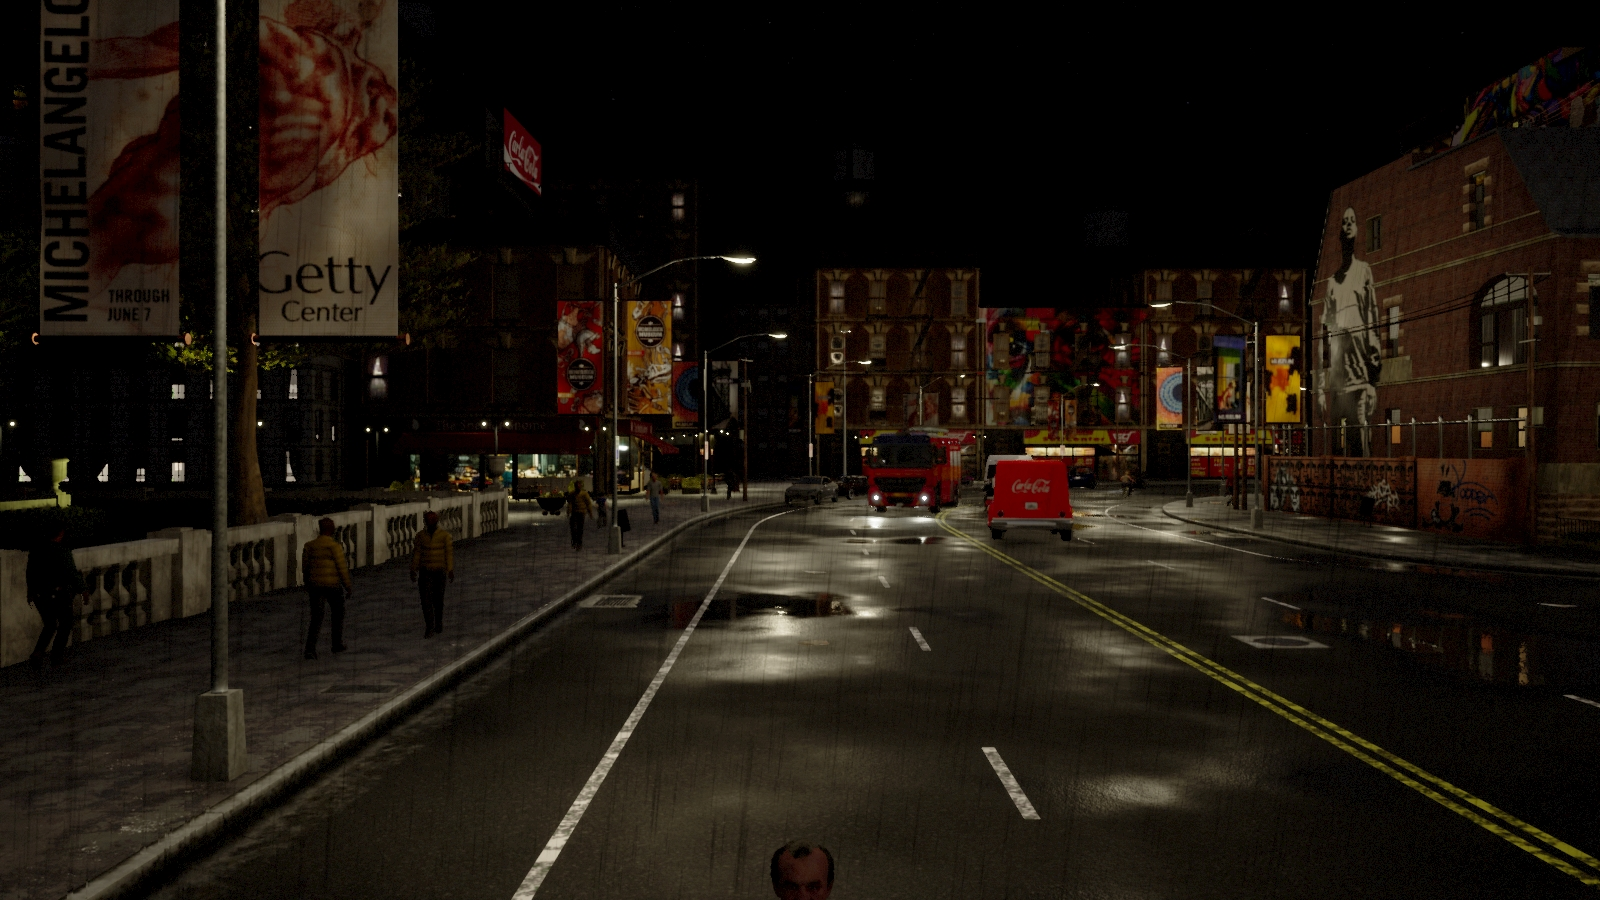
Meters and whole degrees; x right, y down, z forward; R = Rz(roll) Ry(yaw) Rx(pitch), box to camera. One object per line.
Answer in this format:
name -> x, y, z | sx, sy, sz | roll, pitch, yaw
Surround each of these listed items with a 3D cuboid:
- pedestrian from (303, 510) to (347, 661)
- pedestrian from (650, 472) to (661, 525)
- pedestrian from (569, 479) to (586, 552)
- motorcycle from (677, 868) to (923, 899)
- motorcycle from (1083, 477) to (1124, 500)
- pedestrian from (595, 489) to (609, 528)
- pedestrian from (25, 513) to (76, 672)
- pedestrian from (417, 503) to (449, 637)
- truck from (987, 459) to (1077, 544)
pedestrian -> -6.008, 1.697, 14.464 | 0.375, 1.860, 0.375 | 0, 0, 7
pedestrian -> -5.104, 1.696, 40.421 | 0.375, 1.860, 0.375 | 0, 0, -6
pedestrian -> -5.770, 1.696, 29.633 | 0.375, 1.860, 0.375 | 0, 0, 1
motorcycle -> -0.002, 2.182, 3.374 | 0.856, 1.236, 1.805 | 0, 0, 0
motorcycle -> 17.406, 2.205, 65.576 | 2.209, 1.251, 0.867 | 0, 0, 9
pedestrian -> -6.691, 1.978, 38.597 | 0.375, 1.300, 0.375 | 0, 0, 4
pedestrian -> -8.991, 1.698, 13.717 | 0.375, 1.860, 0.375 | 0, 0, -2
pedestrian -> -5.222, 1.696, 16.278 | 0.375, 1.860, 0.375 | 0, 0, -7
truck -> 7.441, 1.570, 36.979 | 2.627, 2.467, 5.204 | 0, 0, 10
